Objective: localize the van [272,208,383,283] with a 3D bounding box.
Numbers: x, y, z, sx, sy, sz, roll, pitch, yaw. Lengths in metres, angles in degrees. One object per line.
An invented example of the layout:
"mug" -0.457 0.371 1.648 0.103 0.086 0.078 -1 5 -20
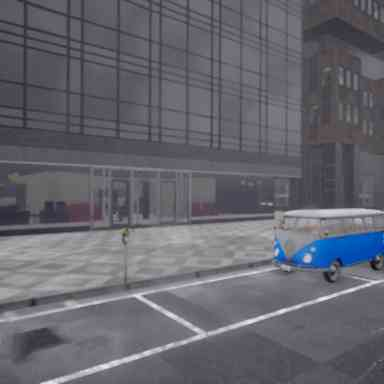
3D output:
"van" 4.068 1.385 9.550 3.998 1.788 1.690 0 0 -36
